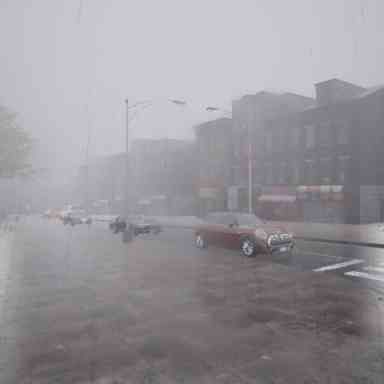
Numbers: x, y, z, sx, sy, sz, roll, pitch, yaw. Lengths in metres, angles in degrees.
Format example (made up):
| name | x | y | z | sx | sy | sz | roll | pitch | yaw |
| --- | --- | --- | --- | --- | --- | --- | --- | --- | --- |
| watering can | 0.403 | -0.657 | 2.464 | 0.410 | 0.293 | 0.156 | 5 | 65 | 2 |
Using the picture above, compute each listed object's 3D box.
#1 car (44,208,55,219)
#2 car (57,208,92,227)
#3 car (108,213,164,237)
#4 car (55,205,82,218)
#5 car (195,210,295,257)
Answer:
| name | x | y | z | sx | sy | sz | roll | pitch | yaw |
| --- | --- | --- | --- | --- | --- | --- | --- | --- | --- |
| car | -22.713 | 3.483 | 54.297 | 2.097 | 1.767 | 4.553 | 0 | -2 | -36 |
| car | -11.684 | 2.665 | 33.776 | 2.128 | 1.511 | 4.902 | 0 | -2 | -35 |
| car | -4.016 | 2.201 | 22.981 | 2.033 | 1.411 | 5.357 | 0 | -2 | -36 |
| car | -16.589 | 2.898 | 45.705 | 2.150 | 2.045 | 5.566 | 0 | -2 | -35 |
| car | 2.125 | 1.639 | 14.362 | 2.097 | 1.767 | 4.553 | 0 | -2 | -36 |
